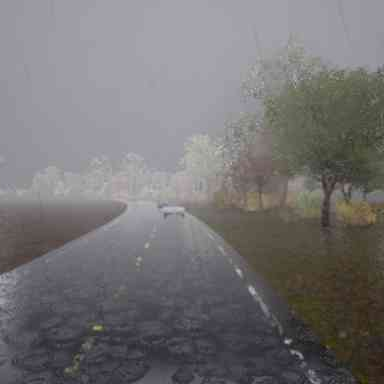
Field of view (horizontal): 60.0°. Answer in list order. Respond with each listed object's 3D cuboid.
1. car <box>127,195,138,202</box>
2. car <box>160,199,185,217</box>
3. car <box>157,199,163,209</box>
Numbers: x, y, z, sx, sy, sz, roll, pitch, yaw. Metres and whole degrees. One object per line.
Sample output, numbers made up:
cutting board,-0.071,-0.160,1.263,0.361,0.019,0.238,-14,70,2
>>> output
car,-13.642,1.394,76.195,2.097,1.767,4.553,0,0,-15
car,-1.784,1.625,31.490,1.895,1.301,4.718,0,0,-6
car,-3.755,1.632,45.698,1.895,1.301,4.718,0,0,-9
